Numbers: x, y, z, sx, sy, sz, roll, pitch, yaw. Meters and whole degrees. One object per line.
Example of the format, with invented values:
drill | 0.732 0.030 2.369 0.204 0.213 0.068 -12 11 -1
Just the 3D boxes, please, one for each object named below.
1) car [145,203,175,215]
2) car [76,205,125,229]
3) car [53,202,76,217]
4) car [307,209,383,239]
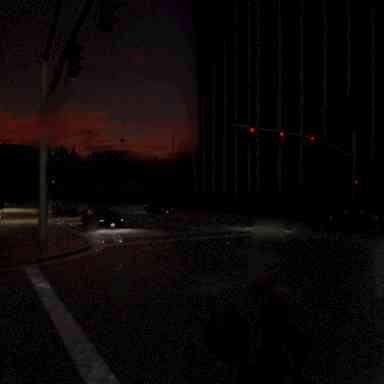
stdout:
car | -4.007 2.030 40.244 1.895 1.301 4.718 1 -1 -31
car | -6.551 1.783 24.012 2.033 1.411 5.357 1 -1 -31
car | -13.486 1.807 35.474 1.882 1.535 5.008 1 0 -31
car | 9.205 1.756 19.238 4.902 1.511 2.128 0 1 37
